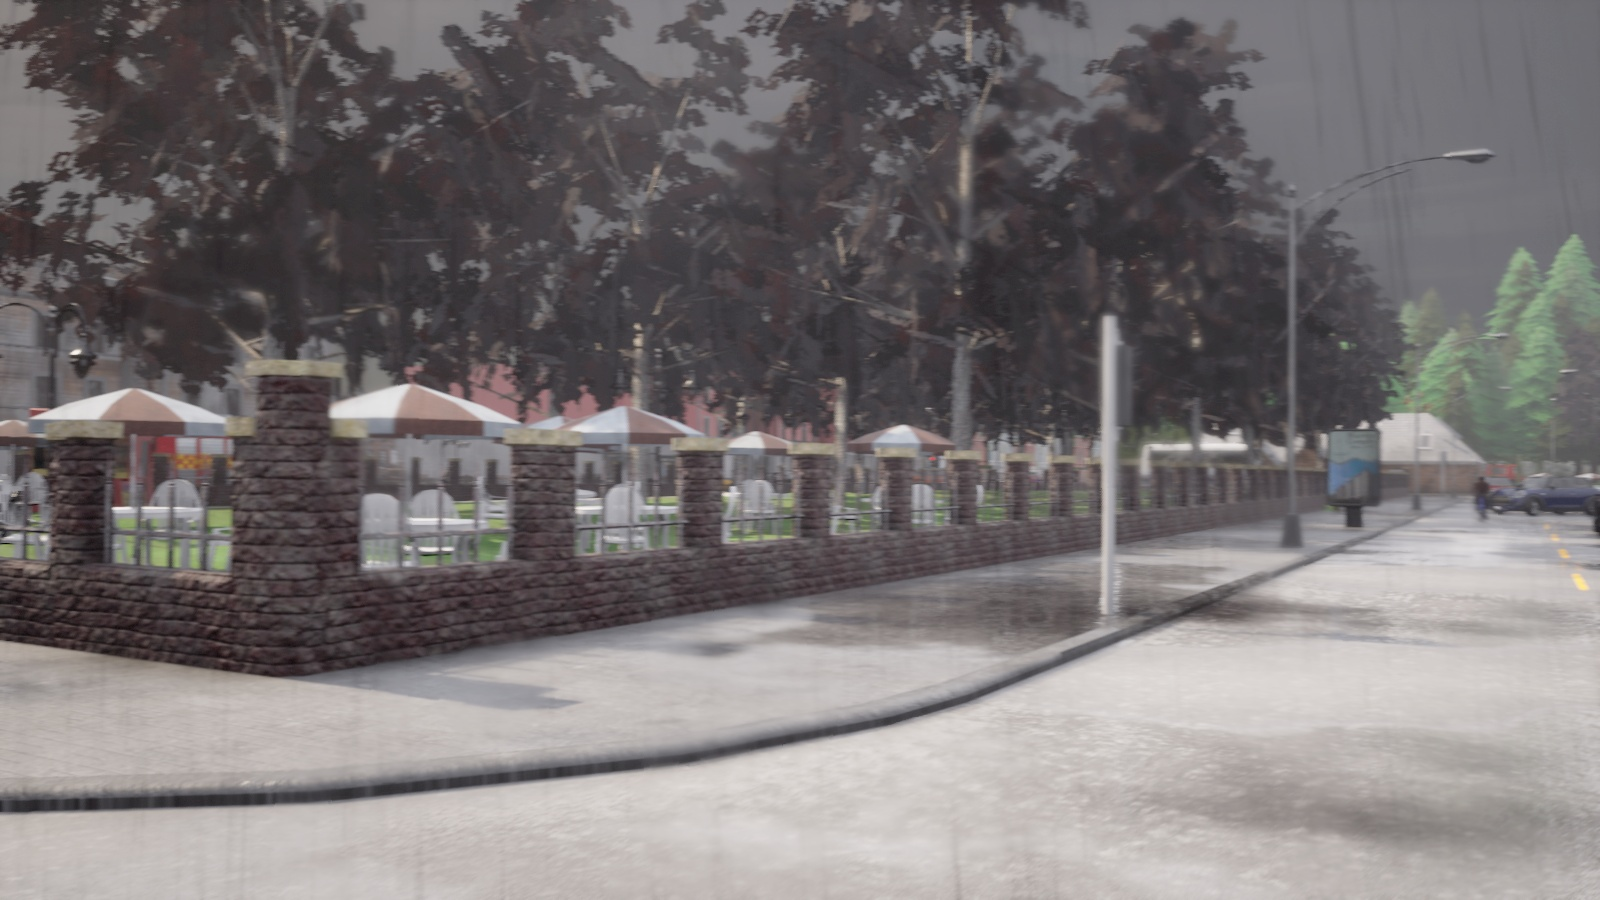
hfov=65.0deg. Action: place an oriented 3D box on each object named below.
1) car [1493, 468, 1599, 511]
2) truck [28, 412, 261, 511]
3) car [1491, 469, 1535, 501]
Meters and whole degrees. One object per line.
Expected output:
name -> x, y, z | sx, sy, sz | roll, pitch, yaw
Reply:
car -> 32.126, 1.643, 53.200 | 4.553, 1.767, 2.097 | 0, -1, -12
truck -> -27.413, 0.510, 53.047 | 2.891, 3.827, 8.468 | 0, -1, 30
car -> 41.355, 1.998, 72.937 | 2.097, 1.767, 4.553 | 0, -1, 28
